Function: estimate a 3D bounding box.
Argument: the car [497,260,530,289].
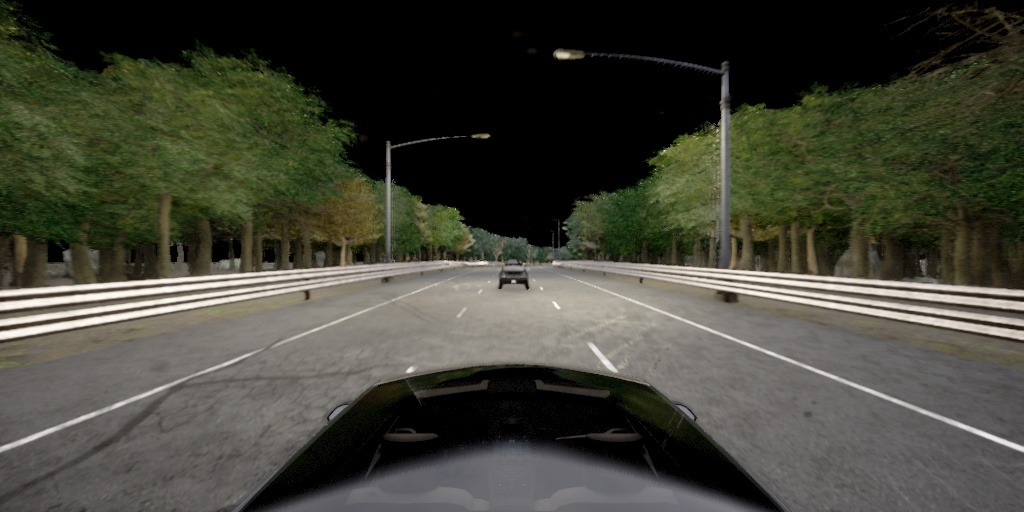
[{"bbox_3d":[0.110,1.198,22.767,1.837,1.490,4.892,0,0,0],"label":"car"}]
